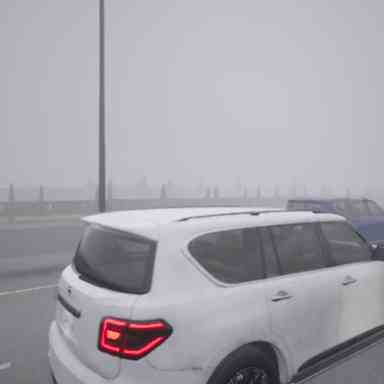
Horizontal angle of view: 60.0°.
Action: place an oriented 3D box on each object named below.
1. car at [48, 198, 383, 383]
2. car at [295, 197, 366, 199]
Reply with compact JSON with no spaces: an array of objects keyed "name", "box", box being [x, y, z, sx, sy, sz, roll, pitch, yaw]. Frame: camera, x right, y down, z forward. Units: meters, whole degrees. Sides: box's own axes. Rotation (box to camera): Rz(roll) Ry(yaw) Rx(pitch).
[{"name":"car","box":[1.070,1.213,4.524,5.566,2.045,2.150,0,0,-36]},{"name":"car","box":[5.498,1.195,11.951,5.566,2.045,2.150,0,0,-35]}]
